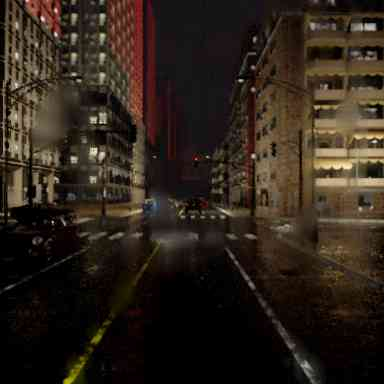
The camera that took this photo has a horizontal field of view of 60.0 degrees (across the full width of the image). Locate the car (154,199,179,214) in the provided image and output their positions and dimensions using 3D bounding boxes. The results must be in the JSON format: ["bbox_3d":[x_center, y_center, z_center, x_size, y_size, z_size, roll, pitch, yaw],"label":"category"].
[{"bbox_3d":[-3.138,1.877,42.107,2.097,1.767,4.553,0,-1,1],"label":"car"}]

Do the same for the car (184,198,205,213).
[{"bbox_3d":[0.155,1.781,44.692,2.150,2.045,5.566,0,-1,-1],"label":"car"}]

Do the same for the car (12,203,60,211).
[{"bbox_3d":[-11.469,1.624,26.069,4.902,1.511,2.128,1,-1,-4],"label":"car"}]

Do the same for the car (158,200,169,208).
[{"bbox_3d":[-5.705,2.368,66.867,1.752,1.417,4.829,0,-1,0],"label":"car"}]

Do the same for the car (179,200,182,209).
[{"bbox_3d":[-3.099,1.989,50.895,2.097,1.767,4.553,0,-1,0],"label":"car"}]

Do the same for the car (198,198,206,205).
[{"bbox_3d":[2.670,2.449,89.244,2.192,1.841,5.009,0,-1,0],"label":"car"}]

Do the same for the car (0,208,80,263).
[{"bbox_3d":[-5.694,1.594,12.364,1.967,1.590,4.097,0,-1,0],"label":"car"}]

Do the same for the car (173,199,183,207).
[{"bbox_3d":[-3.014,2.376,71.228,1.882,1.535,5.008,0,-1,0],"label":"car"}]

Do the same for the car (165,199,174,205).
[{"bbox_3d":[-5.709,2.501,83.689,1.967,1.590,4.097,0,-1,0],"label":"car"}]

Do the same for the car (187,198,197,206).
[{"bbox_3d":[-0.013,2.309,75.465,2.097,1.767,4.553,0,-1,0],"label":"car"}]

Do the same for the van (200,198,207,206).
[{"bbox_3d":[2.672,2.329,78.143,1.690,1.788,3.998,0,-1,0],"label":"van"}]

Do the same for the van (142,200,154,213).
[{"bbox_3d":[-5.701,1.901,44.837,1.690,1.788,3.998,0,-1,0],"label":"van"}]

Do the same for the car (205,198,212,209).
[{"bbox_3d":[2.676,2.088,61.492,2.192,1.841,5.009,0,-1,0],"label":"car"}]
